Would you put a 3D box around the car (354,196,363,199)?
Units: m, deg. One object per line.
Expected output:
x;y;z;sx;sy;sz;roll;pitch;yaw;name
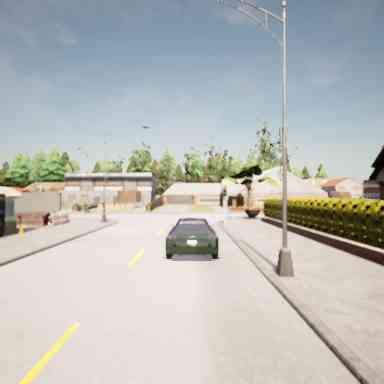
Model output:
38.006;1.792;75.241;1.905;1.878;3.866;0;-1;0;car

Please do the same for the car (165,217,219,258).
0.017;1.712;13.434;1.994;1.385;4.181;0;-1;0;car
